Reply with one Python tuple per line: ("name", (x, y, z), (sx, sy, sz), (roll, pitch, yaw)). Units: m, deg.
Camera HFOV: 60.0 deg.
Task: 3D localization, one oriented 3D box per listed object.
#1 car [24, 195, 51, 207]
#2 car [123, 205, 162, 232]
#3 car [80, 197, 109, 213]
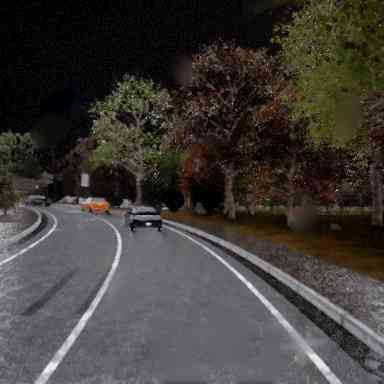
("car", (-19.799, 1.083, 42.506), (2.033, 1.411, 5.357), (5, -2, -43))
("car", (-3.127, 1.550, 20.655), (2.128, 1.511, 4.902), (2, -1, -18))
("car", (-10.726, 1.306, 36.447), (2.097, 1.767, 4.553), (4, -1, -32))
